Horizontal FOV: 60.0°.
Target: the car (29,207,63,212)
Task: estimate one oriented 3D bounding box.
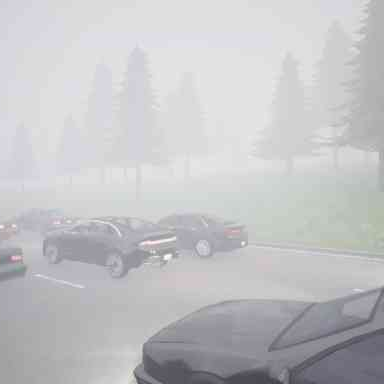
[{"bbox_3d":[-8.194,1.547,18.358,5.357,1.411,2.033,0,0,38],"label":"car"}]

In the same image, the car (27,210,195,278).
[{"bbox_3d":[-2.613,1.492,10.139,4.902,1.511,2.128,0,0,35],"label":"car"}]

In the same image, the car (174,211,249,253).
[{"bbox_3d":[-0.231,1.505,12.744,4.892,1.490,1.837,0,0,35],"label":"car"}]

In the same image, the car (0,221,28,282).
[{"bbox_3d":[-6.375,1.548,8.516,5.357,1.411,2.033,0,0,35],"label":"car"}]

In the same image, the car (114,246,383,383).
[{"bbox_3d":[2.022,1.547,2.554,5.357,1.411,2.033,0,0,35],"label":"car"}]

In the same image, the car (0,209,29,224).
[{"bbox_3d":[-10.303,1.547,15.641,5.357,1.411,2.033,0,0,33],"label":"car"}]
